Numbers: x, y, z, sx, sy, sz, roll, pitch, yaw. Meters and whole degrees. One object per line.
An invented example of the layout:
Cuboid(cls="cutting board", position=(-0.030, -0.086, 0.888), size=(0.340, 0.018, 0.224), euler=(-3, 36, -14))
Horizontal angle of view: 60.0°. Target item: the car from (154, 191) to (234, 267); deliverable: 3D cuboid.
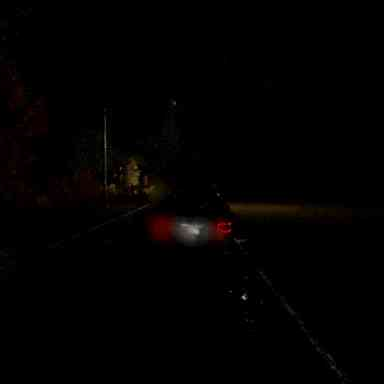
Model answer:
Cuboid(cls="car", position=(0.097, 1.017, 10.822), size=(2.150, 2.045, 5.566), euler=(0, 1, 1))

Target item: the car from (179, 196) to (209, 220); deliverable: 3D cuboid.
Cuboid(cls="car", position=(0.154, 1.084, 24.828), size=(2.033, 1.411, 5.357), euler=(0, 1, 1))

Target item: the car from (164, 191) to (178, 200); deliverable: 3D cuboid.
Cuboid(cls="car", position=(-3.332, 0.573, 53.223), size=(1.994, 1.385, 4.181), euler=(0, 1, 1))
